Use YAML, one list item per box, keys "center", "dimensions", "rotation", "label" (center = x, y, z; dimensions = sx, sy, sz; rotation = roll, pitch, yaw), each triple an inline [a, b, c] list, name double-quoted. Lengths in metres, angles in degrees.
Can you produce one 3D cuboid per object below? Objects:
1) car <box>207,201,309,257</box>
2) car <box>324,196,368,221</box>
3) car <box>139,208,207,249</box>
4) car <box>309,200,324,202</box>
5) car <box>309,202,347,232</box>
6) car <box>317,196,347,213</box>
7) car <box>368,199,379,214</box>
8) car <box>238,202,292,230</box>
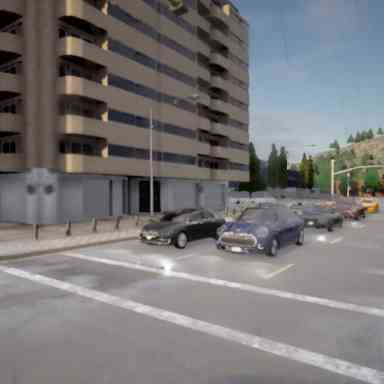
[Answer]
- center: [2.793, 1.358, 13.157]
  dimensions: [2.097, 1.767, 4.553]
  rotation: [0, 0, 35]
  label: "car"
- center: [12.690, 1.333, 27.176]
  dimensions: [2.097, 1.767, 4.553]
  rotation: [0, 0, 35]
  label: "car"
- center: [-0.276, 1.516, 14.877]
  dimensions: [1.837, 1.490, 4.892]
  rotation: [0, 0, 35]
  label: "car"
- center: [10.361, 1.511, 29.928]
  dimensions: [1.812, 1.442, 4.674]
  rotation: [0, 0, 35]
  label: "car"
- center: [7.769, 1.557, 20.203]
  dimensions: [1.994, 1.385, 4.181]
  rotation: [0, 0, 36]
  label: "car"
- center: [16.012, 1.323, 37.905]
  dimensions: [2.097, 1.767, 4.553]
  rotation: [0, 0, 36]
  label: "car"
- center: [18.725, 1.444, 35.679]
  dimensions: [1.882, 1.535, 5.008]
  rotation: [0, 0, 35]
  label: "car"
- center: [5.036, 1.503, 22.408]
  dimensions: [1.837, 1.490, 4.892]
  rotation: [0, 0, 35]
  label: "car"
